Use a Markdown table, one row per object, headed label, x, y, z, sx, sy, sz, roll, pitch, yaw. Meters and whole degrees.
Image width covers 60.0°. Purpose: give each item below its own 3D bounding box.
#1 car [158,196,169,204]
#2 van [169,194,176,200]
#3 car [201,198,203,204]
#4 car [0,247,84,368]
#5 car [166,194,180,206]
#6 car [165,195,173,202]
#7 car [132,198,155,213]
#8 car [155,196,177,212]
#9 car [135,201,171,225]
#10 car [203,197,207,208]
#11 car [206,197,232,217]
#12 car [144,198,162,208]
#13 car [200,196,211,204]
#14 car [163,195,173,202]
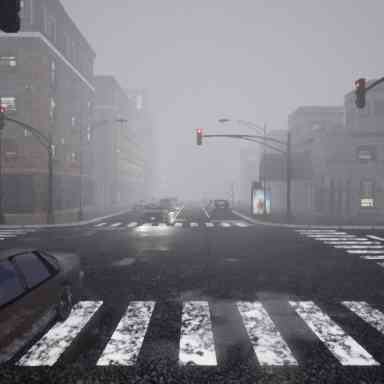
| label | x | y | z | sx | sy | sz | roll | pitch | yaw |
| --- | --- | --- | --- | --- | --- | --- | --- | --- | --- |
| car | -5.652 | 1.565 | 65.819 | 1.752 | 1.417 | 4.829 | 0 | 0 | 0 |
| van | -5.634 | 1.430 | 94.472 | 1.690 | 1.788 | 3.998 | -1 | 0 | 0 |
| car | 2.717 | 1.571 | 48.906 | 2.008 | 1.369 | 4.403 | 0 | 0 | 0 |
| car | -3.096 | 1.545 | 4.477 | 2.033 | 1.411 | 5.357 | 0 | 0 | 0 |
| car | -3.041 | 1.531 | 54.557 | 1.837 | 1.490 | 4.892 | 0 | 0 | 0 |
| car | -5.640 | 1.592 | 82.908 | 1.752 | 1.417 | 4.829 | -1 | 0 | 0 |
| car | -5.671 | 1.561 | 37.506 | 2.008 | 1.369 | 4.403 | 0 | 0 | 0 |
| car | -3.071 | 1.518 | 39.499 | 1.837 | 1.490 | 4.892 | 0 | 0 | 0 |
| car | -2.722 | 1.557 | 23.688 | 1.994 | 1.385 | 4.181 | 0 | -1 | -5 |
| car | 2.714 | 1.597 | 43.209 | 1.802 | 1.307 | 4.206 | 0 | 0 | 0 |
| car | 2.705 | 1.446 | 31.815 | 1.967 | 1.590 | 4.097 | 0 | 0 | 0 |
| car | -5.663 | 1.571 | 48.899 | 2.008 | 1.369 | 4.403 | 0 | 0 | 0 |
| car | 2.729 | 1.591 | 65.996 | 2.008 | 1.369 | 4.403 | -1 | 0 | 0 |
| car | -5.646 | 1.497 | 77.382 | 1.967 | 1.590 | 4.097 | 0 | 0 | 0 |
